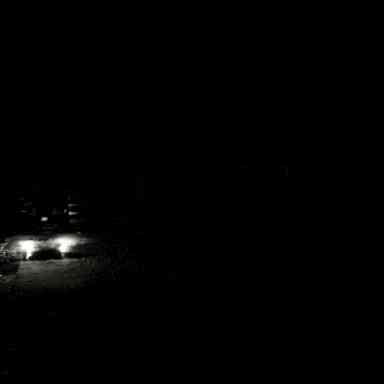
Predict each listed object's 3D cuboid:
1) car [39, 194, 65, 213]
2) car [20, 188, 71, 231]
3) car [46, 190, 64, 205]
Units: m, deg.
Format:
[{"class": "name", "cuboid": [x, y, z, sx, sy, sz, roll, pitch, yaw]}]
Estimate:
[{"class": "car", "cuboid": [-12.310, 0.931, 29.396, 1.994, 1.385, 4.181, 0, 1, -21]}, {"class": "car", "cuboid": [-7.848, 0.831, 18.002, 2.150, 2.045, 5.566, 0, 1, -21]}, {"class": "car", "cuboid": [-16.858, 0.596, 41.019, 1.882, 1.535, 5.008, 0, 2, -21]}]
